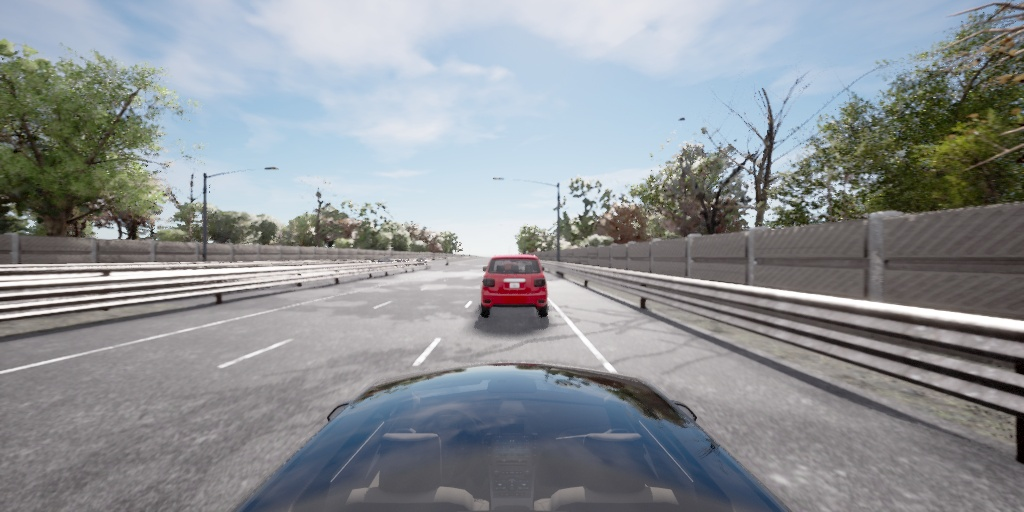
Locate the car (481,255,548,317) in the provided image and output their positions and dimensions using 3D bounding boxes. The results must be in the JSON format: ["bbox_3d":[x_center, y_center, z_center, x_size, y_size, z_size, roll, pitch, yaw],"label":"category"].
[{"bbox_3d":[0.060,0.970,13.370,2.150,2.045,5.566,0,0,0],"label":"car"}]
